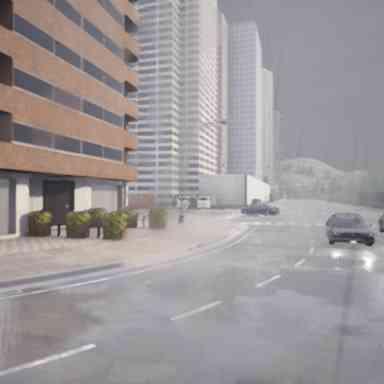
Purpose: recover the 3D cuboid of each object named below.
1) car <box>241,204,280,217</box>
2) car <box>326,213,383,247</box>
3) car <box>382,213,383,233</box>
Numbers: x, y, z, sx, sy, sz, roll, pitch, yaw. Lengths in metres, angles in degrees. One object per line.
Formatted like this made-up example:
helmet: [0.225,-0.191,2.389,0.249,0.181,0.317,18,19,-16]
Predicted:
car: [8.096,2.120,39.655,4.674,1.442,1.812,0,-1,38]
car: [7.795,1.787,16.745,2.033,1.411,5.357,0,-1,20]
car: [12.288,1.632,19.117,2.097,1.767,4.553,0,-1,18]
